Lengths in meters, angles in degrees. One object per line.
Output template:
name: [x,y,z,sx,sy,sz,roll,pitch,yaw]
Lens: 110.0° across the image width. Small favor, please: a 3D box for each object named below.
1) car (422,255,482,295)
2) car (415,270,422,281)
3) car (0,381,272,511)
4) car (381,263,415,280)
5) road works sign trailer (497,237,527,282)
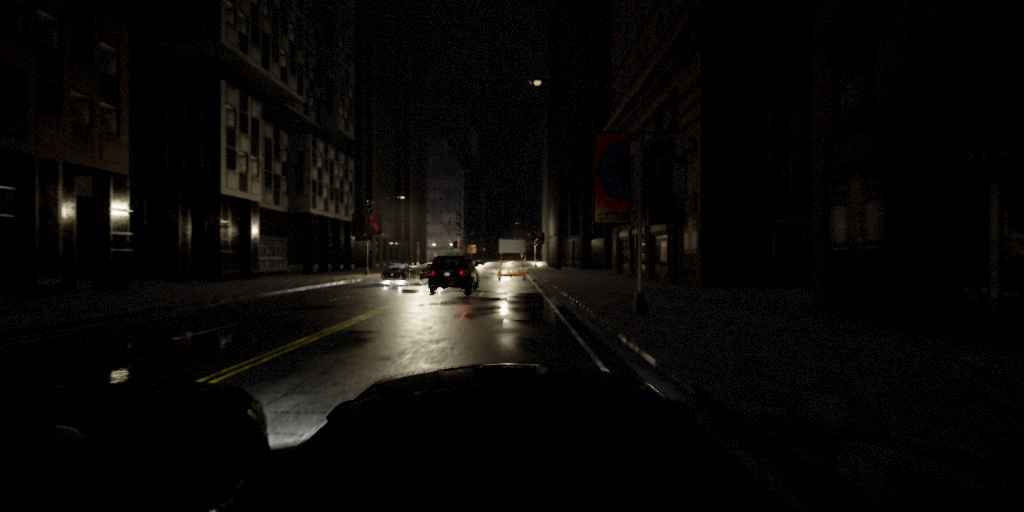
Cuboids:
car: [-3.150,0.980,20.052,2.150,2.045,5.566,0,0,0]
car: [-6.596,1.296,30.860,1.812,1.442,4.674,0,0,0]
car: [-3.150,1.314,1.490,1.994,1.385,4.181,0,0,0]
car: [-9.845,1.335,31.407,1.994,1.385,4.181,0,0,0]
road works sign trailer: [-0.001,0.234,29.595,2.380,3.560,2.880,0,0,0]
